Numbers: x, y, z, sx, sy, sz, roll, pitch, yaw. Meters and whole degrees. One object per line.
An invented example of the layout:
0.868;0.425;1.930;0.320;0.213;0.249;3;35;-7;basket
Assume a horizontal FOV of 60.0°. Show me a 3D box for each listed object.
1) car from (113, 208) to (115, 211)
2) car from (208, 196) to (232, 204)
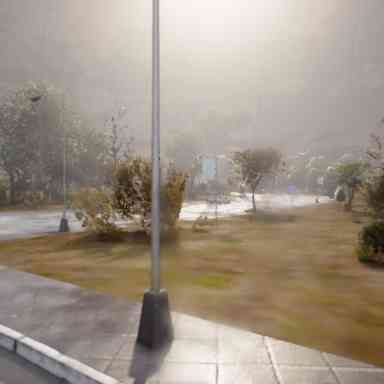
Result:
-9.493;1.493;37.584;1.837;1.490;4.892;0;0;39;car
4.594;1.326;55.031;1.895;1.301;4.718;0;1;38;car
